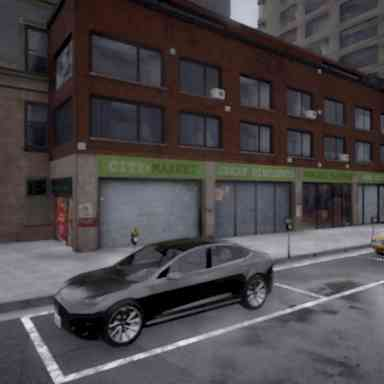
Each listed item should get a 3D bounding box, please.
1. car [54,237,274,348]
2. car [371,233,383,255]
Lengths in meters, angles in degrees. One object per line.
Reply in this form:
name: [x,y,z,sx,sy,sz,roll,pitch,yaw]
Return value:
car: [-0.277,1.596,6.346,4.313,1.339,1.947,1,-1,-36]
car: [8.678,1.656,12.737,4.829,1.417,1.752,1,-1,-36]
